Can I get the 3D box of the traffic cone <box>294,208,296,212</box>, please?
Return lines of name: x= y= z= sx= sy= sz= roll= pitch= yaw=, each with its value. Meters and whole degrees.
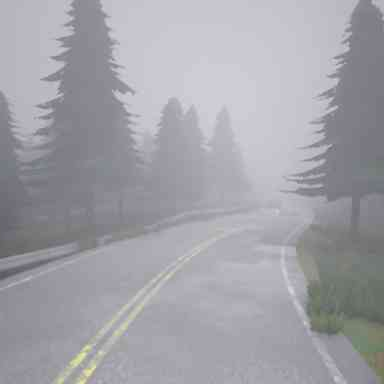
traffic cone: x=12.579 y=2.192 z=40.755 sx=0.340 sy=0.580 sz=0.340 roll=2 pitch=0 yaw=22

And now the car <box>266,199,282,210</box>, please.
car: x=11.706 y=1.712 z=47.380 sx=2.033 sy=1.411 sz=5.357 roll=2 pitch=0 yaw=19

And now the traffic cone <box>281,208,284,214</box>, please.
traffic cone: x=9.431 y=2.117 z=35.559 sx=0.340 sy=0.580 sz=0.340 roll=2 pitch=0 yaw=22
